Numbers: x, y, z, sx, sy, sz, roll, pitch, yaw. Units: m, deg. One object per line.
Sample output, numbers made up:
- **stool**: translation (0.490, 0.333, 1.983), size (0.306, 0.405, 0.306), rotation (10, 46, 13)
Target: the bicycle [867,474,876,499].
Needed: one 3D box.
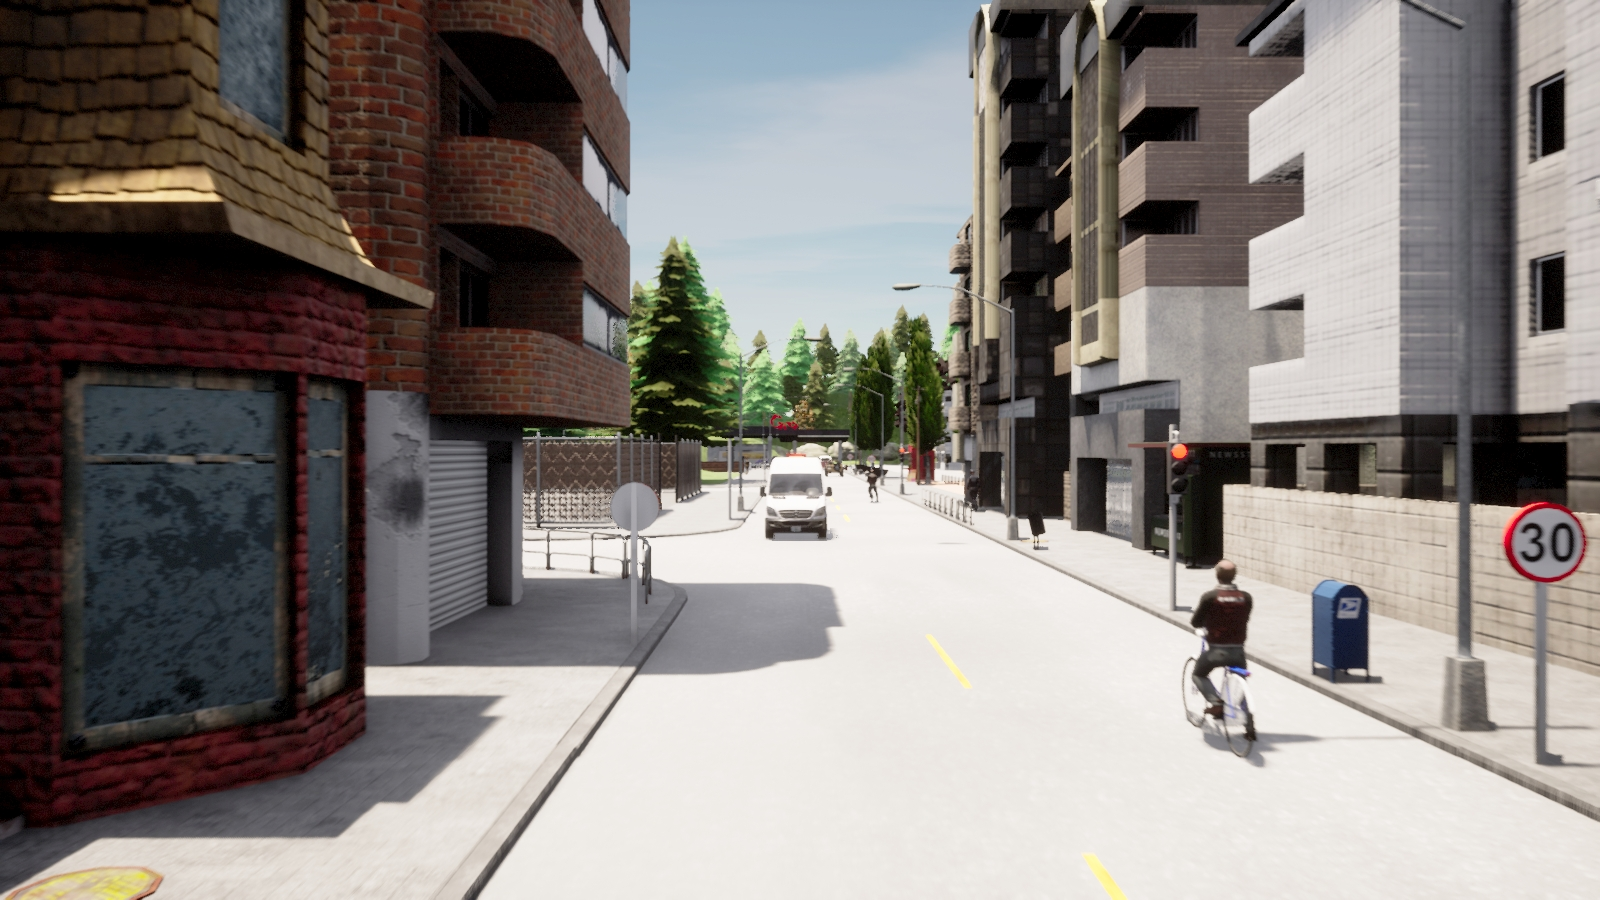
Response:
- **bicycle**: translation (3.805, 1.940, 60.705), size (0.329, 1.271, 1.835), rotation (0, 0, 0)

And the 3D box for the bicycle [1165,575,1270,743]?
- **bicycle**: translation (3.975, 1.940, 10.990), size (0.329, 1.271, 1.835), rotation (0, 0, 0)

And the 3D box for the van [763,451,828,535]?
- **van**: translation (-0.133, 1.314, 37.839), size (1.988, 2.561, 5.915), rotation (0, 0, 0)

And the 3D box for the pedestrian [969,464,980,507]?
- **pedestrian**: translation (7.584, 1.523, 49.749), size (0.375, 1.860, 0.375), rotation (0, 0, -12)
